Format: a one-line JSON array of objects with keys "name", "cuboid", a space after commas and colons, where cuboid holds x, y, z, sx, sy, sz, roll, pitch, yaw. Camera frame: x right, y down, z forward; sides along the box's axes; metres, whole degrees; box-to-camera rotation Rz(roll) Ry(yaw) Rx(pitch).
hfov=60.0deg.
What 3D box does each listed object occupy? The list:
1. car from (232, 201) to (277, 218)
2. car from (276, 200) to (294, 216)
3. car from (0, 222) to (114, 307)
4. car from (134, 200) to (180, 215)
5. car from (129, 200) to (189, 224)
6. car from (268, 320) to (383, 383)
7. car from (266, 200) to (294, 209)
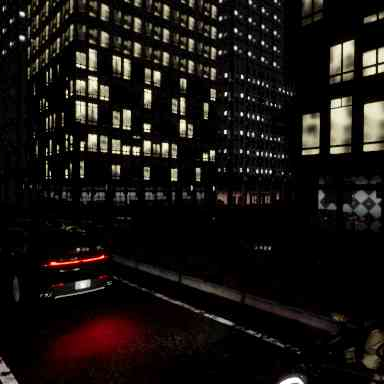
[{"name": "car", "cuboid": [6.169, 1.833, 33.911, 4.829, 1.417, 1.752, 1, 0, -40]}, {"name": "car", "cuboid": [10.343, 1.936, 37.447, 4.206, 1.307, 1.802, 1, 0, -40]}, {"name": "car", "cuboid": [-3.659, 1.501, 8.115, 1.837, 1.490, 4.892, 0, 0, -41]}, {"name": "car", "cuboid": [-3.812, 1.648, 36.439, 4.829, 1.417, 1.752, 1, 0, -40]}, {"name": "car", "cuboid": [-2.566, 1.524, 26.511, 5.009, 1.841, 2.192, 1, 0, -40]}, {"name": "car", "cuboid": [2.426, 1.352, 1.325, 2.097, 1.767, 4.553, 0, 0, -41]}, {"name": "car", "cuboid": [13.527, 1.882, 51.124, 4.313, 1.339, 1.947, 1, 0, -40]}]
